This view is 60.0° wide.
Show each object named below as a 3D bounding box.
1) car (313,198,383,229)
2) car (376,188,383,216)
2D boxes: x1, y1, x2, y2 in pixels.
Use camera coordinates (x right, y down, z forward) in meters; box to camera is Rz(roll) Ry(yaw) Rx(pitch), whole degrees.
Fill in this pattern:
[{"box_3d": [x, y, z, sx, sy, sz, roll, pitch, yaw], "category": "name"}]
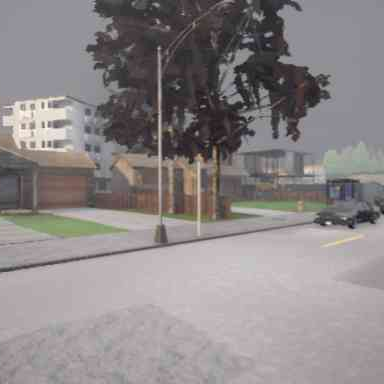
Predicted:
[{"box_3d": [8.998, 1.188, 18.980, 5.357, 1.411, 2.033, -1, 1, -43], "category": "car"}, {"box_3d": [16.502, 0.713, 25.858, 5.566, 2.045, 2.150, -1, 1, -42], "category": "car"}]
